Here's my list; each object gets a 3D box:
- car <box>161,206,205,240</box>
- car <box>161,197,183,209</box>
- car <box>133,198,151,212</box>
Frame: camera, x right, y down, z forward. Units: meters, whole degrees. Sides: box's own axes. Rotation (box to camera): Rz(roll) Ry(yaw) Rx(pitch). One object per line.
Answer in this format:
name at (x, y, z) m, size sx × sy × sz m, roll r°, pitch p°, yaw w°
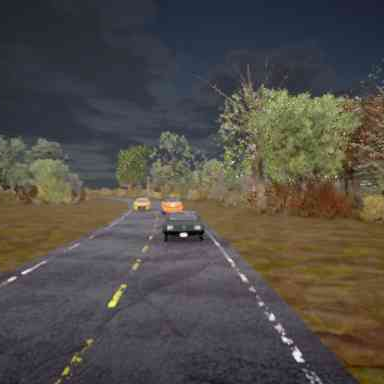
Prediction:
car at (-0.493, 1.602, 16.895) m, size 1.895 × 1.301 × 4.718 m, roll 0°, pitch 0°, yaw -3°
car at (-2.107, 1.357, 34.581) m, size 2.097 × 1.767 × 4.553 m, roll 0°, pitch 0°, yaw -7°
car at (-5.871, 1.491, 39.343) m, size 1.882 × 1.535 × 5.008 m, roll 0°, pitch 0°, yaw -7°
